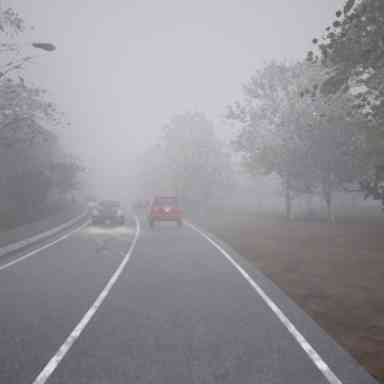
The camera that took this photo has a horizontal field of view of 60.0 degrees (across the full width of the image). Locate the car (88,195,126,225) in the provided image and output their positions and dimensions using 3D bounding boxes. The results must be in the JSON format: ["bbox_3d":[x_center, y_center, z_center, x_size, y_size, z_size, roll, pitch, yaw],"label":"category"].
[{"bbox_3d":[-5.791,1.316,23.441,2.097,1.767,4.553,1,0,-11],"label":"car"}]

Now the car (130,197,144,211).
[{"bbox_3d":[-6.280,1.342,40.809,2.097,1.767,4.553,1,0,-17],"label":"car"}]

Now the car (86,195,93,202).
[{"bbox_3d":[-18.952,1.248,63.042,2.128,1.511,4.902,2,0,-23],"label":"car"}]

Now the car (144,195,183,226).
[{"bbox_3d":[-2.000,1.235,23.427,2.150,2.045,5.566,1,0,-10],"label":"car"}]
